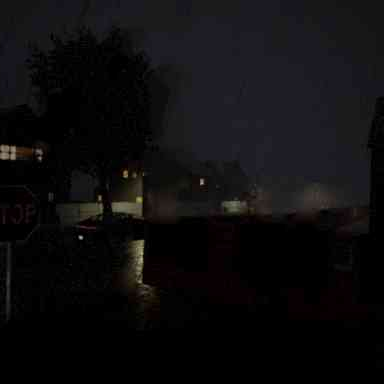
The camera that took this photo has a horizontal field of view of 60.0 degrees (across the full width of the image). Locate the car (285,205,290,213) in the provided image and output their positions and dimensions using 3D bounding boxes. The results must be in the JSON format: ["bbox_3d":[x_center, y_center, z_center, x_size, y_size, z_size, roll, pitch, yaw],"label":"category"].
[{"bbox_3d":[14.503,2.247,46.271,1.994,1.385,4.181,2,0,35],"label":"car"}]

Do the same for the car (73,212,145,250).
[{"bbox_3d":[-3.203,1.699,15.724,2.128,1.511,4.902,2,0,35],"label":"car"}]

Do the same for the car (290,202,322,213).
[{"bbox_3d":[13.870,2.192,40.419,1.812,1.442,4.674,2,0,36],"label":"car"}]

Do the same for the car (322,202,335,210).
[{"bbox_3d":[19.592,2.188,48.803,2.097,1.767,4.553,2,0,35],"label":"car"}]
